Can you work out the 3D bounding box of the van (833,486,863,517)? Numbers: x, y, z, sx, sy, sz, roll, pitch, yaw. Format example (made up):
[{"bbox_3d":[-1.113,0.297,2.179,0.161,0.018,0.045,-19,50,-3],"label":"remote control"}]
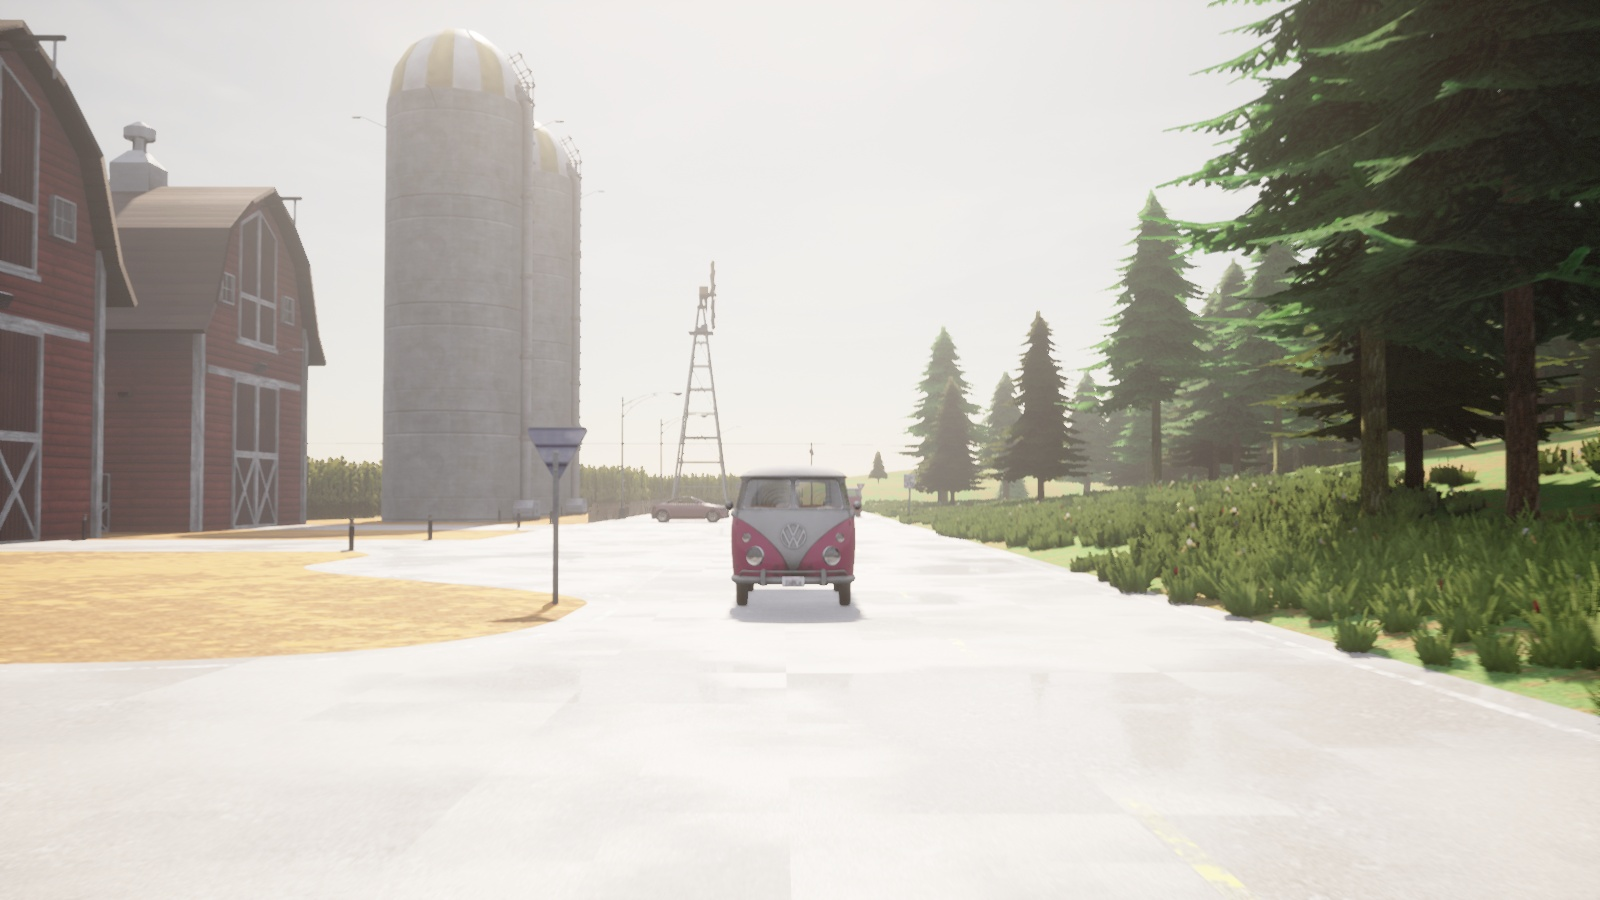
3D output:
[{"bbox_3d":[3.157,3.422,83.226,1.775,1.987,4.442,0,-2,0],"label":"van"}]

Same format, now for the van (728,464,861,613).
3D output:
[{"bbox_3d":[-0.088,1.261,19.114,1.775,1.987,4.442,0,-2,0],"label":"van"}]
